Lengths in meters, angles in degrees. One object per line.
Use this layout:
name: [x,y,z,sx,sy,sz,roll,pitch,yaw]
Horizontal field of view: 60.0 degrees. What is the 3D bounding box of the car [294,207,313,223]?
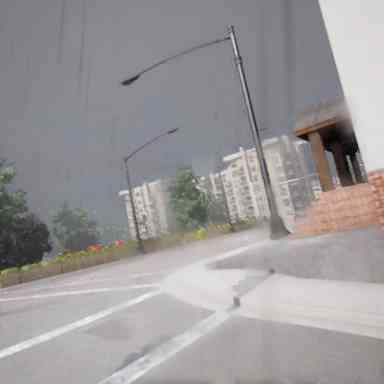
car: [14.624,2.774,42.684,2.097,1.767,4.553,-17,-9,35]
